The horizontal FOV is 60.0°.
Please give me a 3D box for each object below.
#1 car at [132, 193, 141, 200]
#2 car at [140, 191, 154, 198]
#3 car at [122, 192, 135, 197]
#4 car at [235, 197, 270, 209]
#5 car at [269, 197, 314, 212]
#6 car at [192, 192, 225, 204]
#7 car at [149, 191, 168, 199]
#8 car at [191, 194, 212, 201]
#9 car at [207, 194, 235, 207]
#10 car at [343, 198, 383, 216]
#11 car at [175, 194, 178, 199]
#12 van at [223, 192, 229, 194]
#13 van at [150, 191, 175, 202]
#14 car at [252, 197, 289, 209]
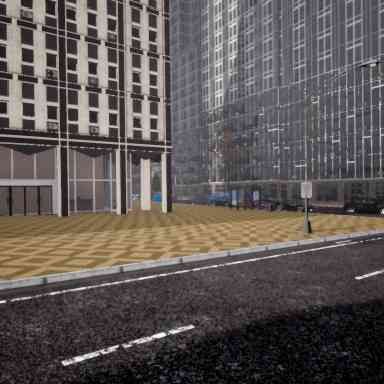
[{"bbox_3d":[-11.619,1.039,68.085,2.008,1.369,4.403,0,1,-34],"label":"car"},{"bbox_3d":[-11.124,0.686,82.196,1.967,1.590,4.097,0,1,-34],"label":"car"},{"bbox_3d":[-17.544,0.688,91.577,2.008,1.369,4.403,0,1,-34],"label":"car"},{"bbox_3d":[7.550,1.388,39.884,1.802,1.307,4.206,0,1,-34],"label":"car"},{"bbox_3d":[10.747,1.424,35.182,1.947,1.339,4.313,0,1,-34],"label":"car"},{"bbox_3d":[2.304,1.189,52.339,2.033,1.411,5.357,-1,1,-34],"label":"car"},{"bbox_3d":[-7.914,0.615,77.505,2.192,1.841,5.009,0,1,-34],"label":"car"},{"bbox_3d":[1.718,1.043,63.437,1.802,1.307,4.206,0,1,-34],"label":"car"},{"bbox_3d":[4.388,1.319,44.606,1.947,1.339,4.313,0,1,-34],"label":"car"},{"bbox_3d":[16.847,1.351,31.237,1.882,1.535,5.008,-1,1,-36],"label":"car"},{"bbox_3d":[-4.703,0.936,72.818,1.802,1.307,4.206,0,1,-34],"label":"car"},{"bbox_3d":[4.928,0.855,58.744,1.690,1.788,3.998,0,1,-34],"label":"van"},{"bbox_3d":[-5.197,0.937,58.703,1.690,1.788,3.998,0,1,-34],"label":"van"},{"bbox_3d":[9.746,1.326,41.454,1.994,1.385,4.181,-1,1,-34],"label":"car"}]
